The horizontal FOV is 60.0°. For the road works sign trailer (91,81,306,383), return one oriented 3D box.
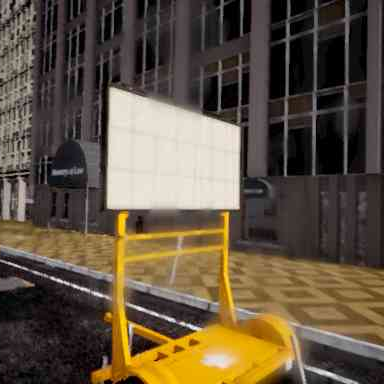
[{"bbox_3d":[-0.266,0.646,4.324,2.880,3.560,2.380,-1,-3,43],"label":"road works sign trailer"}]
